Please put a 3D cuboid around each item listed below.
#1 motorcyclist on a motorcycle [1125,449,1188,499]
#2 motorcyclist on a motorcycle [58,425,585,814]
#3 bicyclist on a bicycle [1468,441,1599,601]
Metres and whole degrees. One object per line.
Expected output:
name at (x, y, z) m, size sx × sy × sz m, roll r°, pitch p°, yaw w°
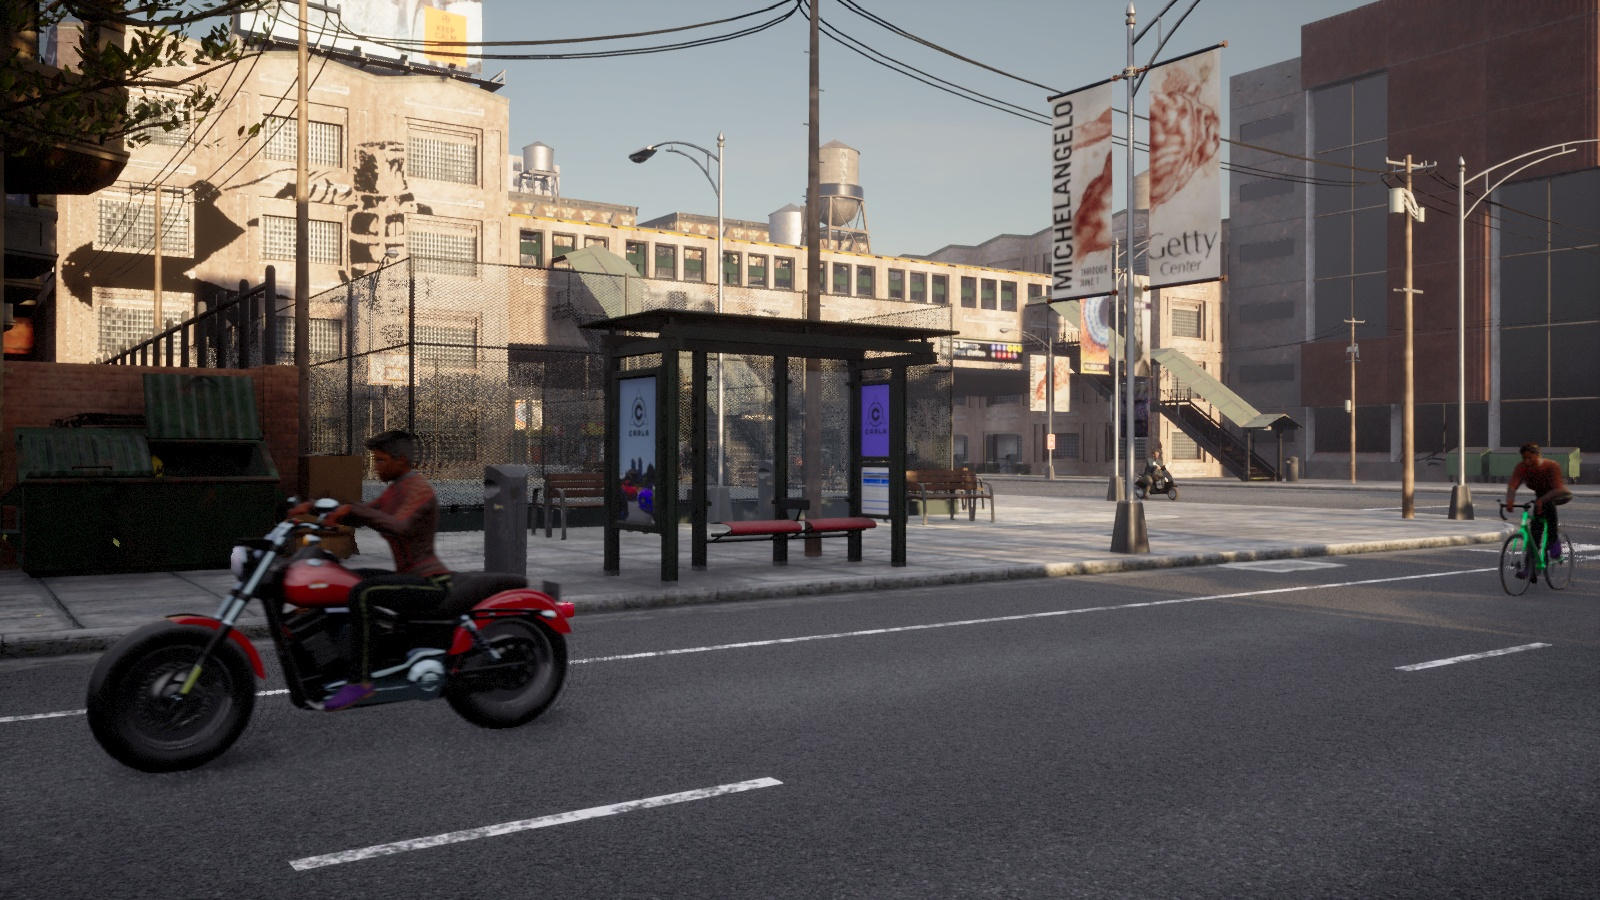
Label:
motorcyclist on a motorcycle at (11.545, 0.773, 40.714) m, size 0.866 × 1.590 × 1.817 m, roll 0°, pitch 0°, yaw -34°
motorcyclist on a motorcycle at (-2.329, 0.716, 6.304) m, size 2.350 × 1.649 × 0.766 m, roll 0°, pitch 0°, yaw -35°
bicyclist on a bicycle at (7.866, 0.714, 13.445) m, size 1.656 × 1.620 × 0.582 m, roll 0°, pitch 0°, yaw -36°
